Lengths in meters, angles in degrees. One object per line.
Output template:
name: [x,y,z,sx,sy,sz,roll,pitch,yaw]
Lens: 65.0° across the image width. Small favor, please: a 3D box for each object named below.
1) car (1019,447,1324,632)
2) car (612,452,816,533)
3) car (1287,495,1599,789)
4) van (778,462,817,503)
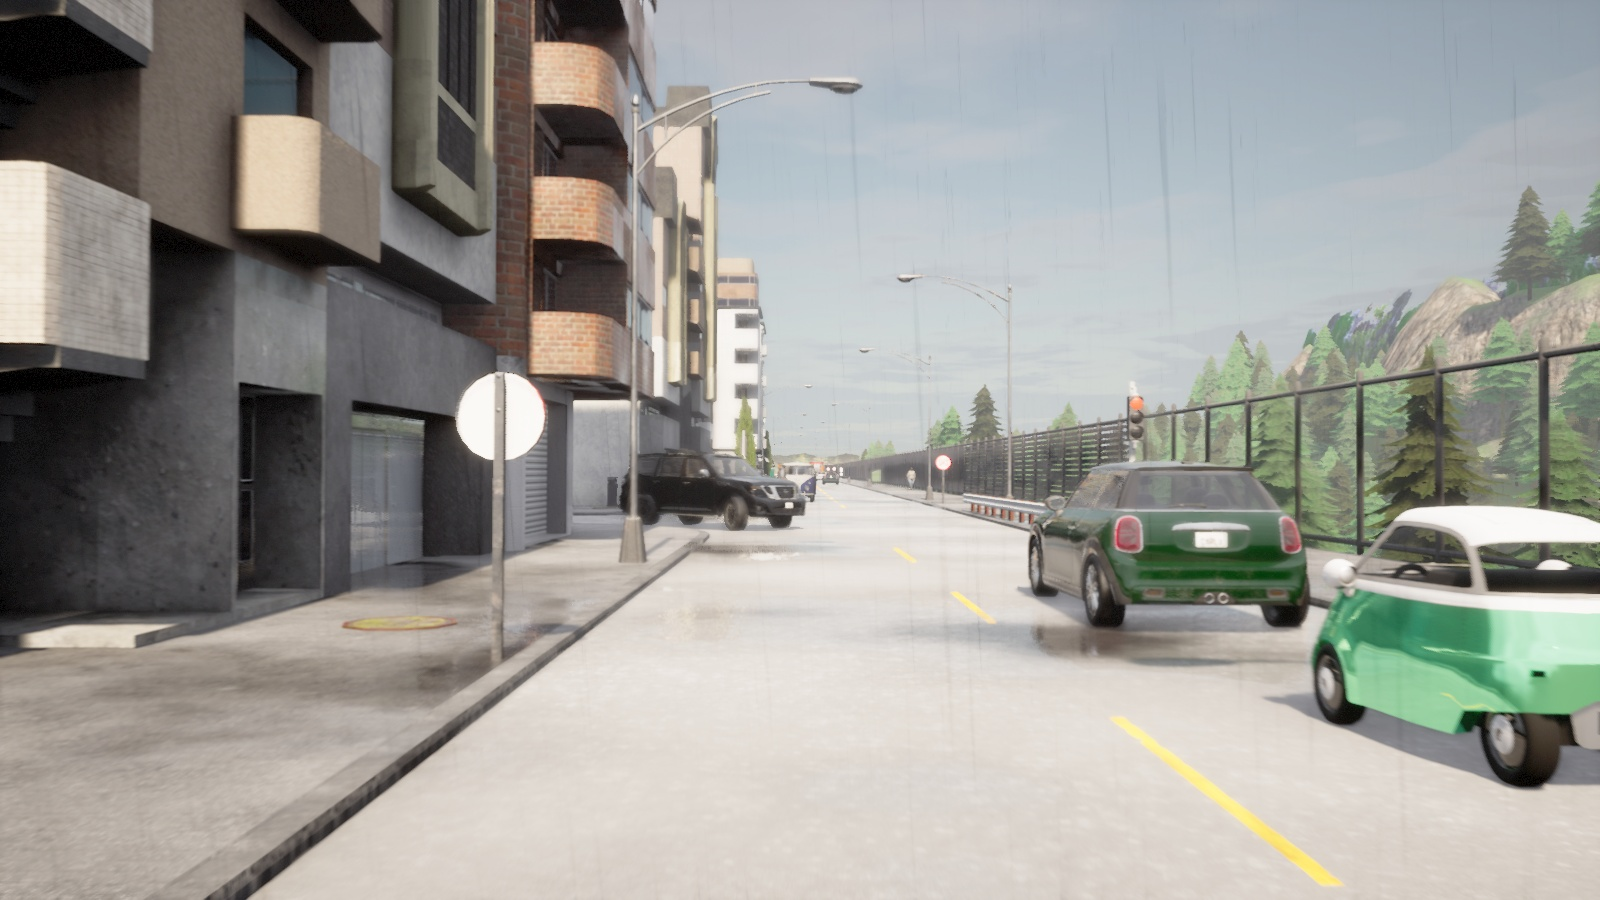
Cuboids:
car: [3.961,0.897,14.331,2.097,1.767,4.553,0,-1,0]
car: [-2.418,1.116,34.207,5.566,2.045,2.150,-1,-2,39]
car: [3.979,0.975,7.236,1.481,1.376,2.207,0,-1,0]
van: [-0.088,1.639,64.012,1.775,1.987,4.442,0,-1,2]
